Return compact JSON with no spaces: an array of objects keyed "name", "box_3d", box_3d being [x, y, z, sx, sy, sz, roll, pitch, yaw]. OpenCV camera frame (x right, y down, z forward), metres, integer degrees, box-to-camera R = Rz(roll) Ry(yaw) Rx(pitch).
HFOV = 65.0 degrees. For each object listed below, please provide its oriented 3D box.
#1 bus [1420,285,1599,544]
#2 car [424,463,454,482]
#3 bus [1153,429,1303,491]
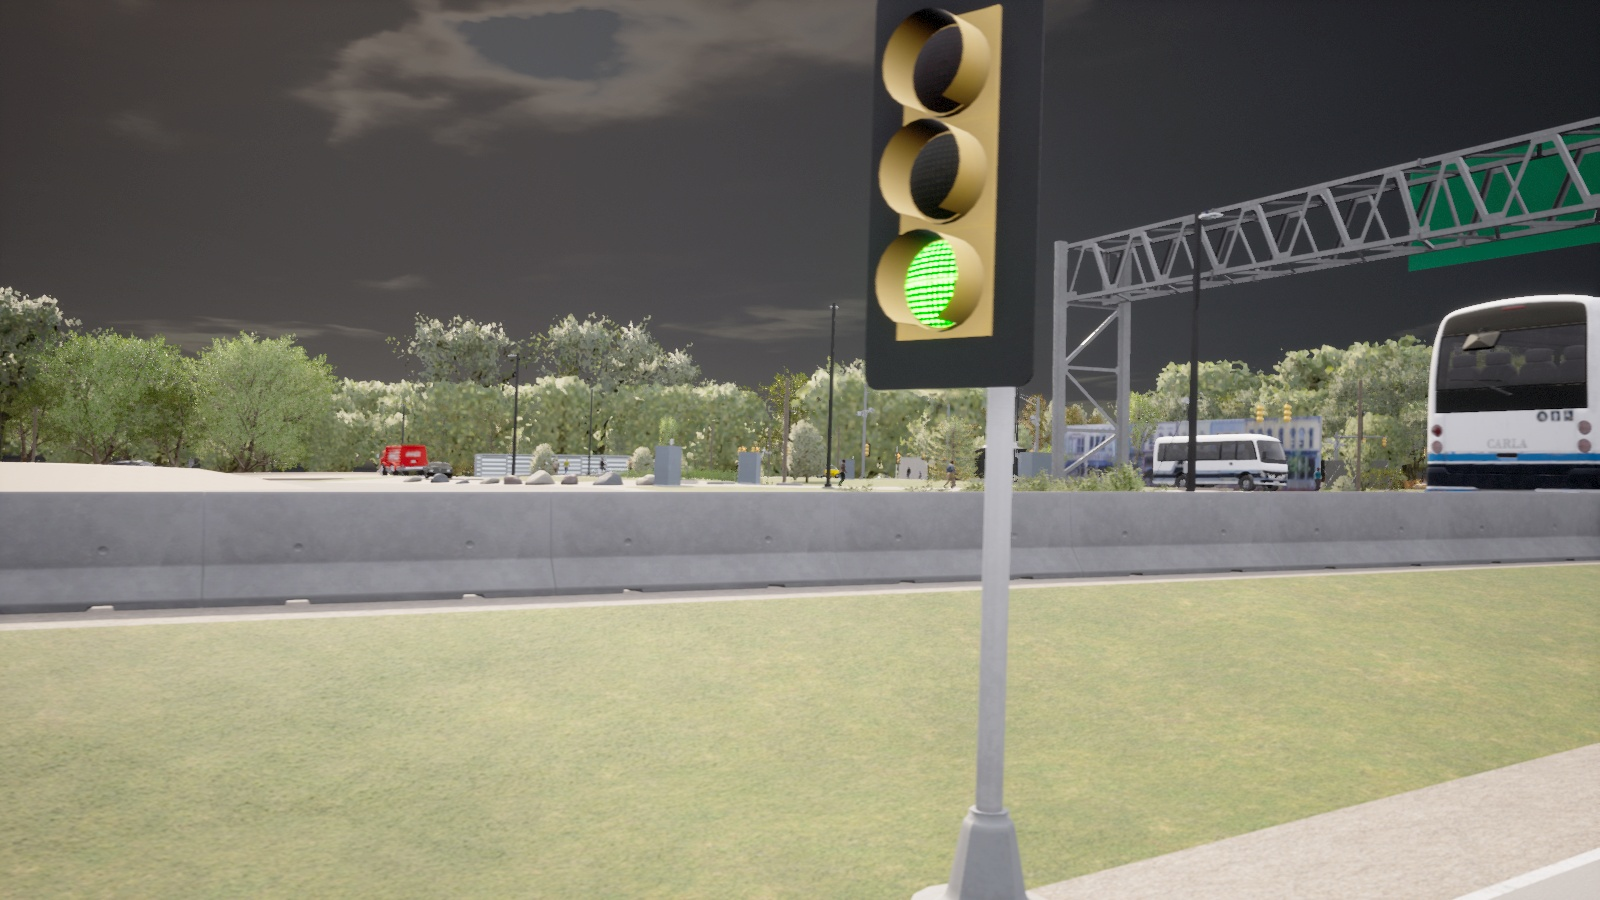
[{"name":"bus","box_3d":[17.105,-0.509,24.087,10.273,4.253,3.944,1,-1,-26]},{"name":"car","box_3d":[-26.760,1.653,92.991,1.895,1.301,4.718,2,-1,-18]},{"name":"bus","box_3d":[31.626,0.870,93.312,3.944,4.253,10.273,3,-3,-34]}]
